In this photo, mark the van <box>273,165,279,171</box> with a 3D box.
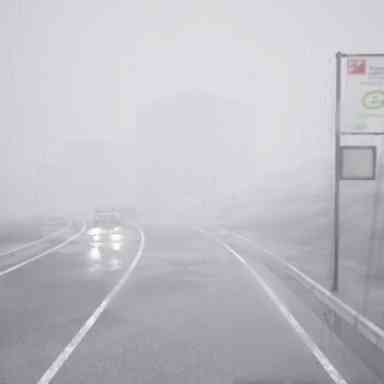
[{"bbox_3d":[20.770,-5.382,76.687,1.878,1.987,4.442,0,1,-1],"label":"van"}]

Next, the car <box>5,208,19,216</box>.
[{"bbox_3d":[-31.957,3.458,57.493,4.674,1.442,1.812,-4,-1,32],"label":"car"}]

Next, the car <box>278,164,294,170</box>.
[{"bbox_3d":[20.887,-5.065,71.295,2.231,1.521,4.892,0,1,-1],"label":"car"}]

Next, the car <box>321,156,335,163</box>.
[{"bbox_3d":[21.373,-4.611,49.091,2.002,1.452,4.674,0,1,-1],"label":"car"}]

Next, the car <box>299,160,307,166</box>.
[{"bbox_3d":[21.129,-4.994,60.280,2.185,1.767,4.553,0,1,-1],"label":"car"}]

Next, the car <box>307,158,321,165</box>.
[{"bbox_3d":[21.249,-4.889,54.762,2.185,1.767,4.553,0,1,-1],"label":"car"}]

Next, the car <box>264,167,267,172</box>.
[{"bbox_3d":[20.528,-5.577,87.813,2.435,2.045,5.566,0,1,-1],"label":"car"}]

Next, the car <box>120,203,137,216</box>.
[{"bbox_3d":[-7.458,1.943,36.595,1.812,1.442,4.674,-1,-1,-28],"label":"car"}]

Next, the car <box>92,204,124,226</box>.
[{"bbox_3d":[-6.590,1.812,25.393,1.895,1.301,4.718,0,-1,-18],"label":"car"}]

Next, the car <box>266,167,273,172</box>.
[{"bbox_3d":[20.648,-5.205,82.332,2.002,1.452,4.674,0,1,-1],"label":"car"}]
